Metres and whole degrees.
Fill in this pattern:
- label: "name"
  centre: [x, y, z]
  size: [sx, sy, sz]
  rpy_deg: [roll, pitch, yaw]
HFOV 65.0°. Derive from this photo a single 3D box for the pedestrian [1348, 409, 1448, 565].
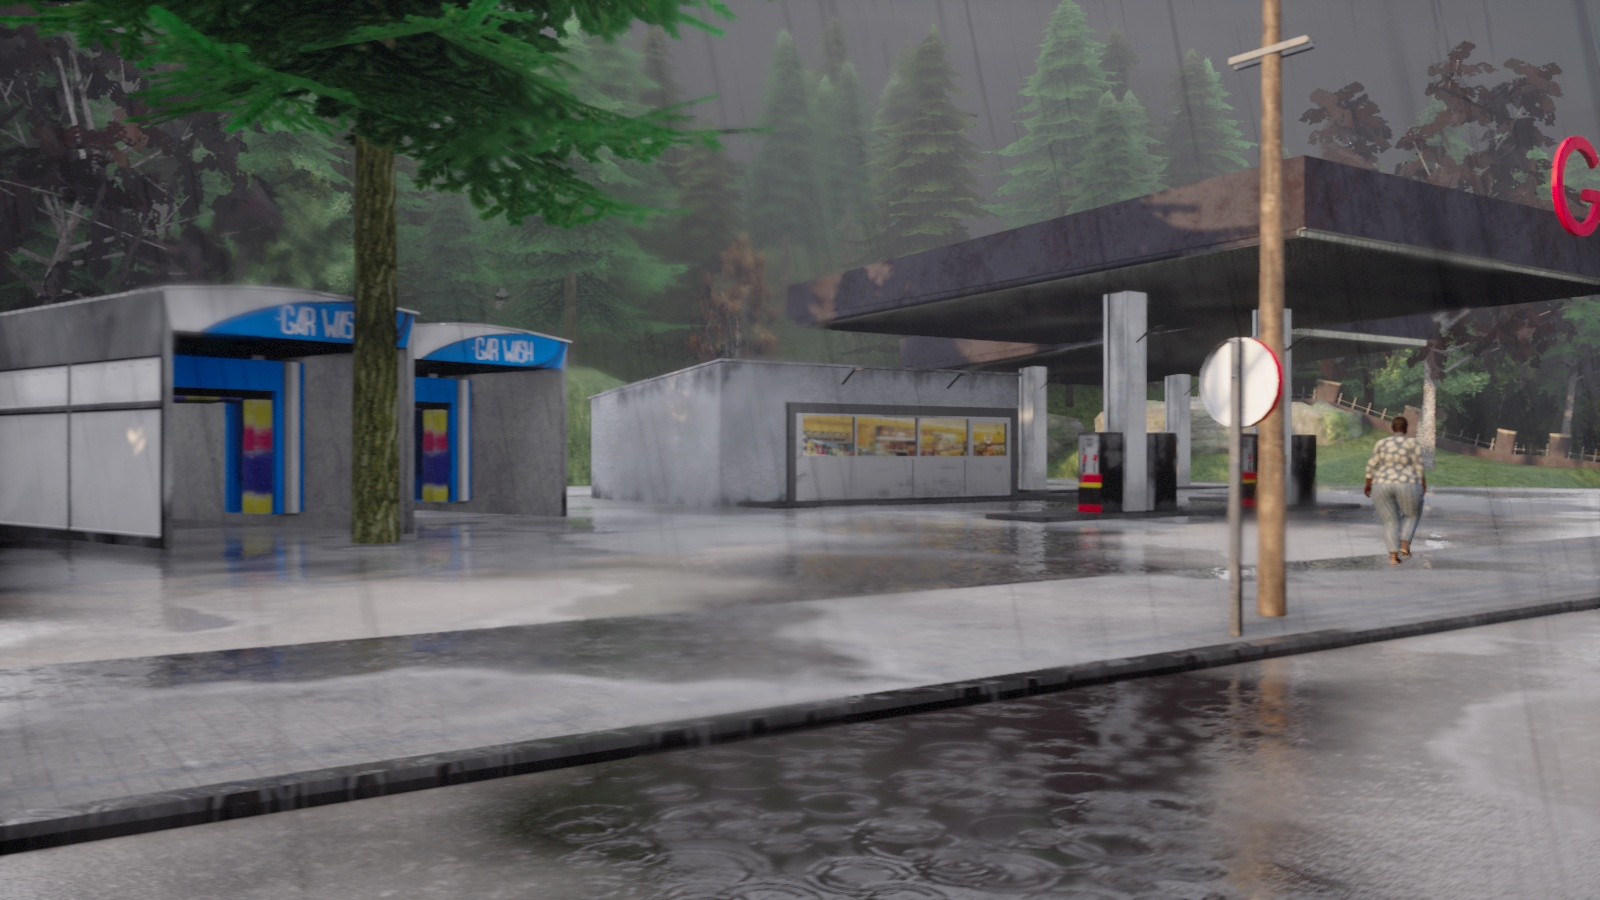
- label: "pedestrian"
  centre: [7.412, 0.444, 15.565]
  size: [0.874, 1.855, 0.900]
  rpy_deg: [0, 0, 43]
